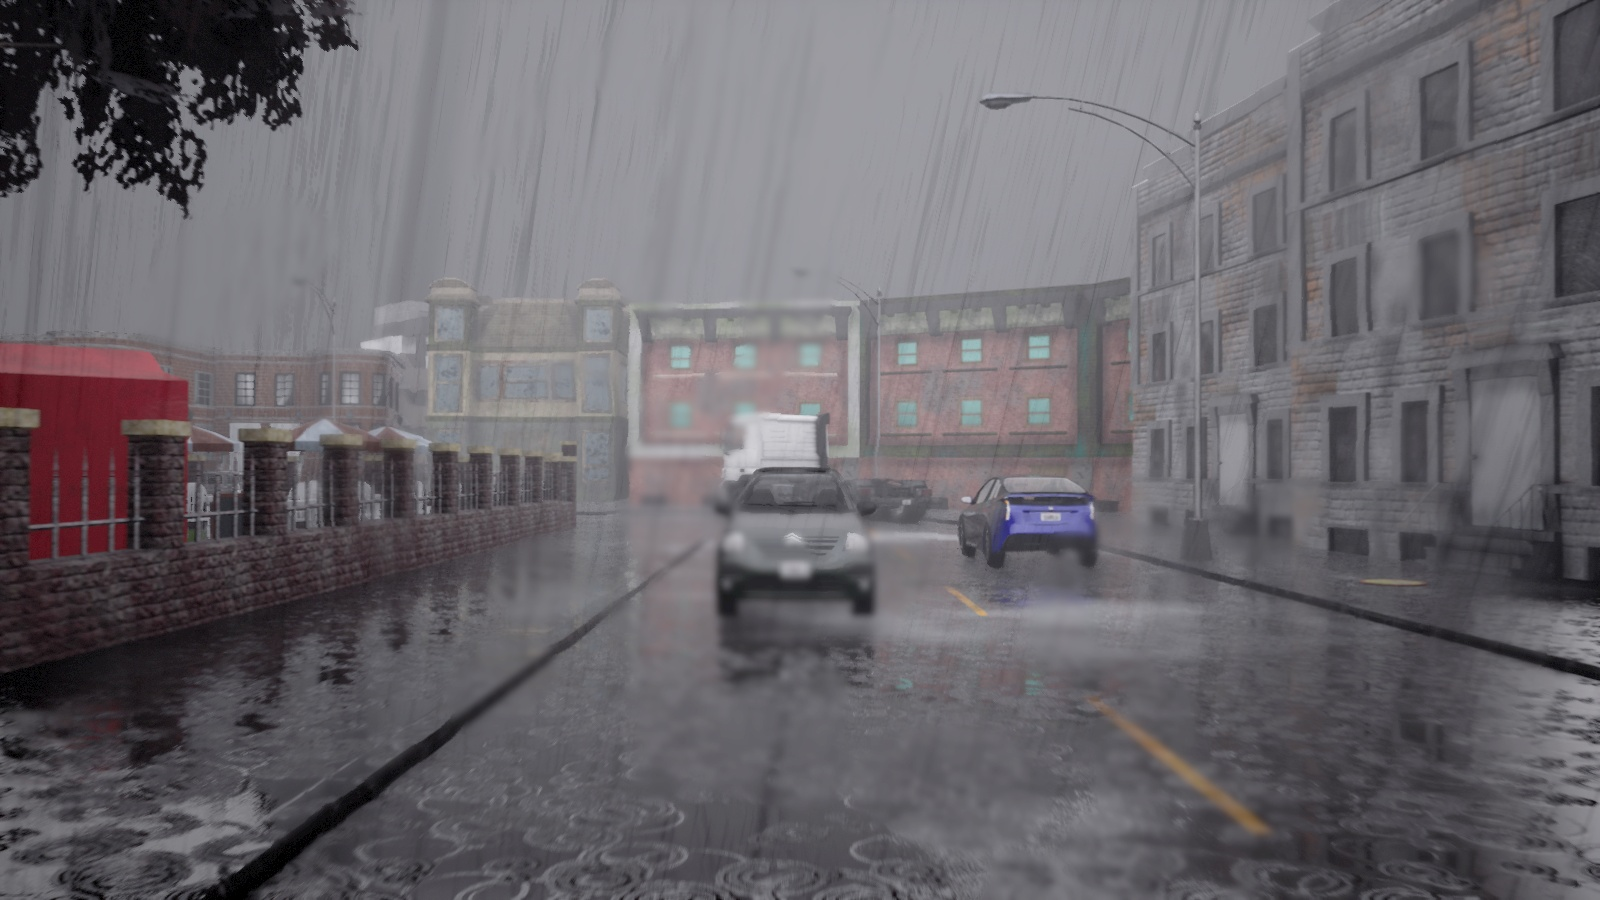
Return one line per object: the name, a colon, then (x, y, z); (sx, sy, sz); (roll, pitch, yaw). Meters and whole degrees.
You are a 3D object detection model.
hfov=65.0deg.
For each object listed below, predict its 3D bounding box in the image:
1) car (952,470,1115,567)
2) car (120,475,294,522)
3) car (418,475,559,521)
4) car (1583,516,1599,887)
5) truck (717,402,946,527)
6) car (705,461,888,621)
car: (3.946, 1.115, 22.038); (2.007, 1.525, 4.514); (0, -1, 0)
car: (-19.689, 1.599, 41.831); (4.892, 1.490, 1.837); (0, -1, 0)
car: (-10.329, 1.570, 41.832); (4.193, 1.474, 1.816); (0, -1, 2)
car: (3.993, 0.908, 2.694); (1.994, 1.385, 4.181); (0, -1, 0)
truck: (0.746, 0.481, 38.701); (2.891, 3.462, 7.936); (1, -1, -35)
car: (-0.036, 0.960, 14.739); (1.851, 1.617, 3.988); (0, -1, 0)
